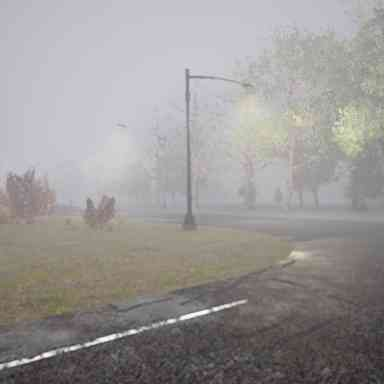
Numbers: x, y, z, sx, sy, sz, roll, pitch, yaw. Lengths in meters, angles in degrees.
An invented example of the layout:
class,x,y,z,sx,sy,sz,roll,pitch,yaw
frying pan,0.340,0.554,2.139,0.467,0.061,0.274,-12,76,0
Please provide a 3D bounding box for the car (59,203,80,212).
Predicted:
class,x,y,z,sx,sy,sz,roll,pitch,yaw
car,-17.491,2.106,45.968,4.718,1.301,1.895,-1,0,43
